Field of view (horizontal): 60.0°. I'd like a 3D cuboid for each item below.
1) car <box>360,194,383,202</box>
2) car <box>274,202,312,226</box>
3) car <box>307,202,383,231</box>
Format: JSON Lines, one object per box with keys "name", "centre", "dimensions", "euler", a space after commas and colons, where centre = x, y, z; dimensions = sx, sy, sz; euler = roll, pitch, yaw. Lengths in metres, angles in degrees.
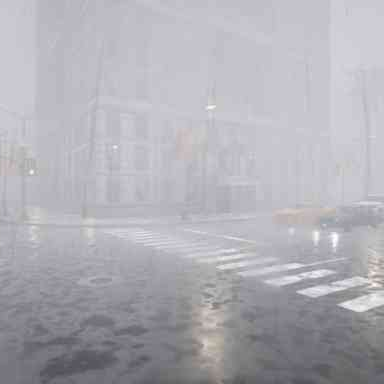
{"name": "car", "centre": [16.526, 1.221, 29.460], "dimensions": [5.566, 2.045, 2.150], "euler": [0, 0, -33]}
{"name": "car", "centre": [8.038, 1.478, 23.843], "dimensions": [5.008, 1.535, 1.882], "euler": [0, 0, -34]}
{"name": "car", "centre": [9.962, 1.547, 20.923], "dimensions": [5.357, 1.411, 2.033], "euler": [0, 0, -34]}
